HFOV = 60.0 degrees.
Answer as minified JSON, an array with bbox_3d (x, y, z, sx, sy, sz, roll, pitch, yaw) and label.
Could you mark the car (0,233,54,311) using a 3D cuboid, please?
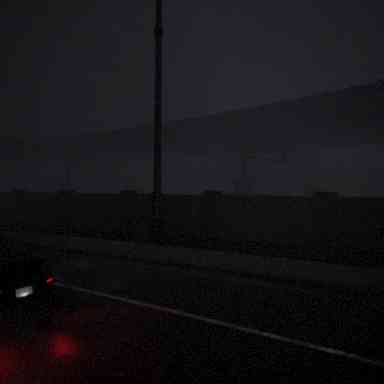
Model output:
[{"bbox_3d":[-4.799,1.532,6.878,4.674,1.442,1.812,0,0,32],"label":"car"}]
